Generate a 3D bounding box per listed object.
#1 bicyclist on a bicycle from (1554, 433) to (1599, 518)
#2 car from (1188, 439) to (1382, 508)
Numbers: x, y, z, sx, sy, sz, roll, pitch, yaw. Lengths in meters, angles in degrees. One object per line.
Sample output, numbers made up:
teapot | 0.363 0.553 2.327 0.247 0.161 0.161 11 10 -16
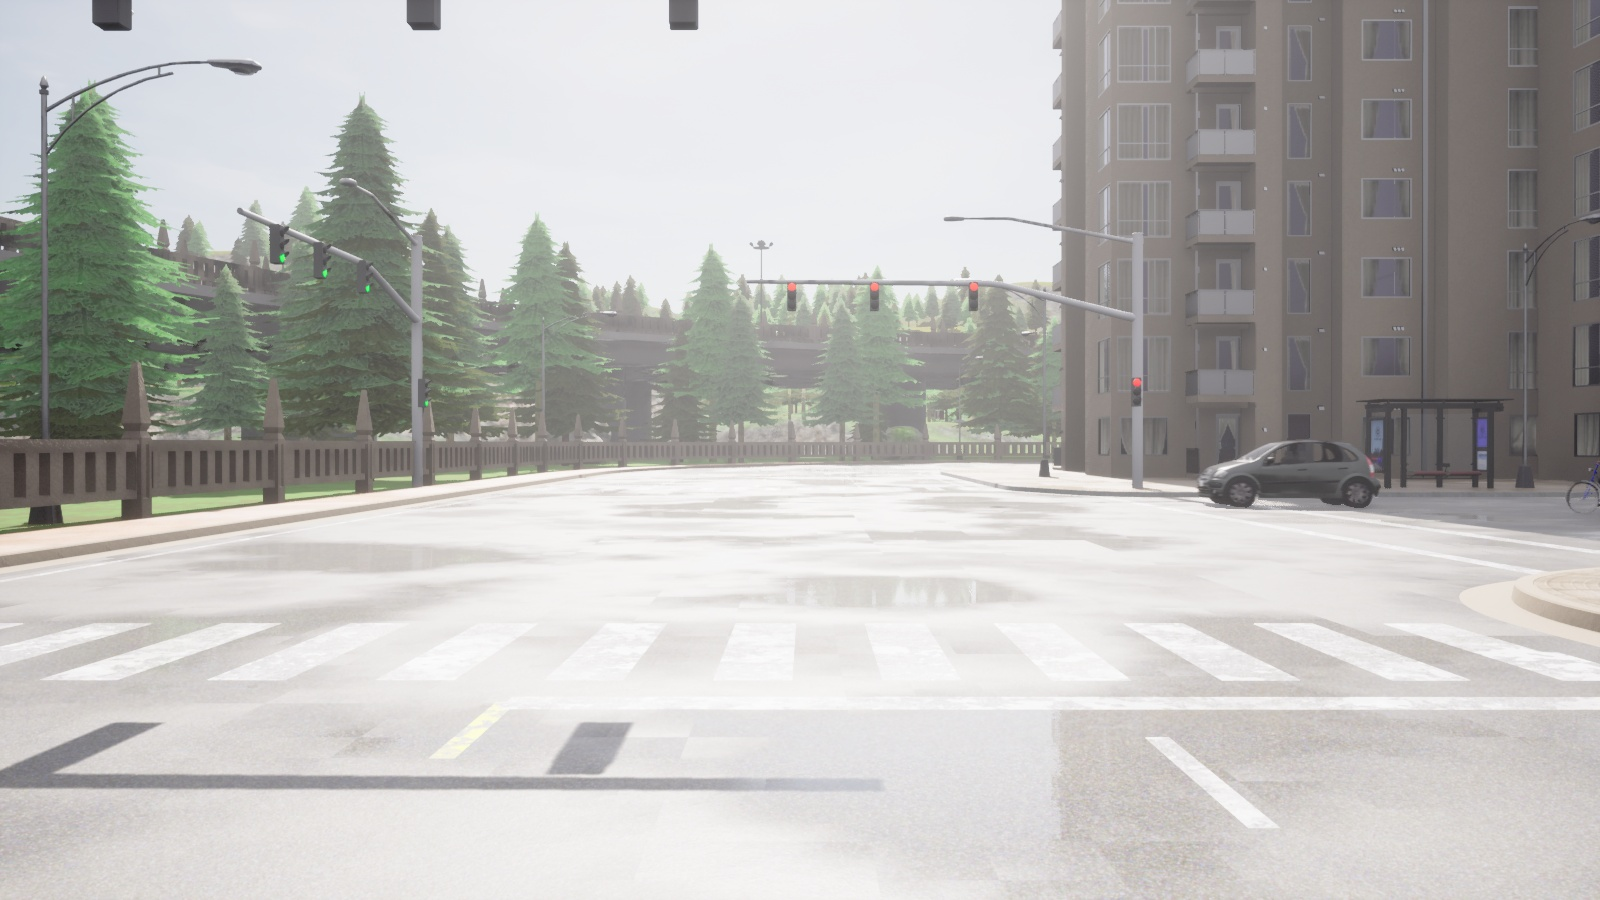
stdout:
bicyclist on a bicycle | 17.184 0.536 26.741 1.843 1.776 0.659 0 0 -1
car | 11.628 0.538 30.312 3.988 1.617 1.851 0 0 3
